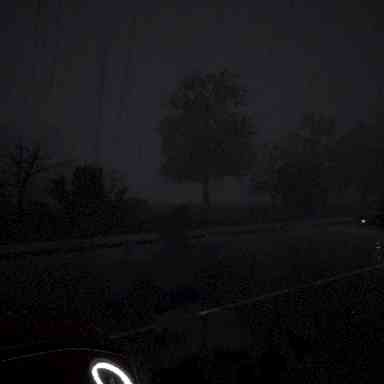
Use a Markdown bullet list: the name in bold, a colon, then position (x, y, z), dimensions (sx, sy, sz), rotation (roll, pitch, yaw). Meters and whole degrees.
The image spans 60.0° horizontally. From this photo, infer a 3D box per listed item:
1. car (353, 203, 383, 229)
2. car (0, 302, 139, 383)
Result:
- **car**: position (12.229, 1.485, 21.314), dimensions (4.892, 1.490, 1.837), rotation (0, 0, -35)
- **car**: position (-2.541, 1.353, 1.936), dimensions (4.553, 1.767, 2.097), rotation (0, 0, -35)
